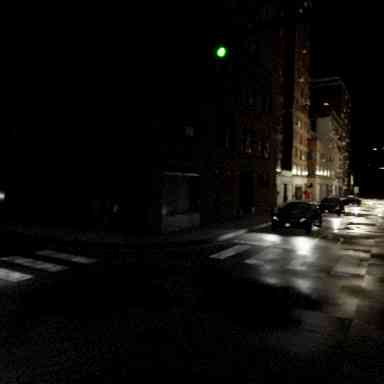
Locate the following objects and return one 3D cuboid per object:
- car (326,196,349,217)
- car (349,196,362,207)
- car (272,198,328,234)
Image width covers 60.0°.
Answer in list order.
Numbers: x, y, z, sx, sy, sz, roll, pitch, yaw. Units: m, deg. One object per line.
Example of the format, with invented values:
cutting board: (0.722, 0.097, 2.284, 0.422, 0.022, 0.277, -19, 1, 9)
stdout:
car: (11.508, 1.176, 27.479, 1.812, 1.442, 4.674, 2, 1, 30)
car: (20.972, 1.193, 43.451, 1.895, 1.301, 4.718, 2, 1, 31)
car: (5.662, 1.238, 17.555, 1.812, 1.442, 4.674, 2, 1, 31)
